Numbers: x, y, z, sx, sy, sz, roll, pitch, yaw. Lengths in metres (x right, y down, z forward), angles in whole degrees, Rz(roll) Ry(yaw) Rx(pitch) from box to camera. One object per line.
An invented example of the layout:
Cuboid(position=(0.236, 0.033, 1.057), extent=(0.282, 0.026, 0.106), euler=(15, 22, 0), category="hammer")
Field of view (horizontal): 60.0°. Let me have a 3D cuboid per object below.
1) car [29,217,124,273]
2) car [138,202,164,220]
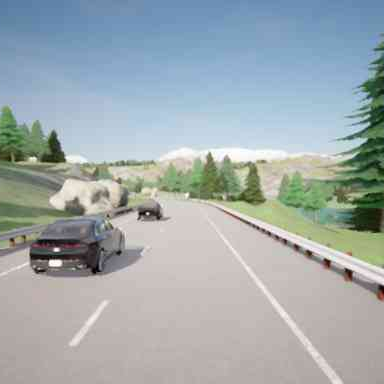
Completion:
Cuboid(position=(-3.488, 1.571, 10.865), extent=(1.837, 1.490, 4.892), euler=(0, 0, 0), category="car")
Cuboid(position=(-3.656, 1.652, 29.953), extent=(1.882, 1.535, 5.008), euler=(0, 0, -1), category="car")
